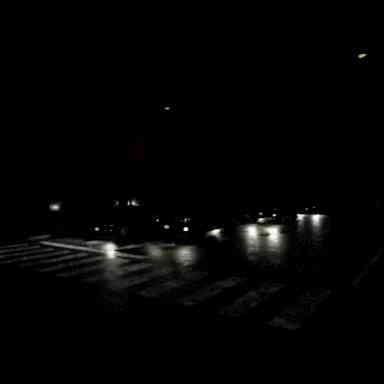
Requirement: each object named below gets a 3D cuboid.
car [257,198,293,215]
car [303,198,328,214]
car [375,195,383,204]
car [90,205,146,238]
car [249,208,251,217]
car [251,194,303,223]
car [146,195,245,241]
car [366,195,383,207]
[{"bbox_3d":[8.658,1.412,34.406,1.882,1.535,5.008,0,0,36],"label":"car"},{"bbox_3d":[12.550,1.413,34.257,1.837,1.490,4.892,0,0,36],"label":"car"},{"bbox_3d":[32.420,1.267,56.166,2.128,1.511,4.902,0,0,36],"label":"car"},{"bbox_3d":[-3.150,1.518,17.897,1.837,1.490,4.892,0,0,35],"label":"car"},{"bbox_3d":[2.339,1.454,25.575,1.882,1.535,5.008,0,0,35],"label":"car"},{"bbox_3d":[6.461,1.171,25.751,2.150,2.045,5.566,0,0,36],"label":"car"},{"bbox_3d":[0.434,1.211,17.319,2.150,2.045,5.566,0,0,35],"label":"car"},{"bbox_3d":[26.001,1.296,47.179,1.882,1.535,5.008,0,0,35],"label":"car"}]
